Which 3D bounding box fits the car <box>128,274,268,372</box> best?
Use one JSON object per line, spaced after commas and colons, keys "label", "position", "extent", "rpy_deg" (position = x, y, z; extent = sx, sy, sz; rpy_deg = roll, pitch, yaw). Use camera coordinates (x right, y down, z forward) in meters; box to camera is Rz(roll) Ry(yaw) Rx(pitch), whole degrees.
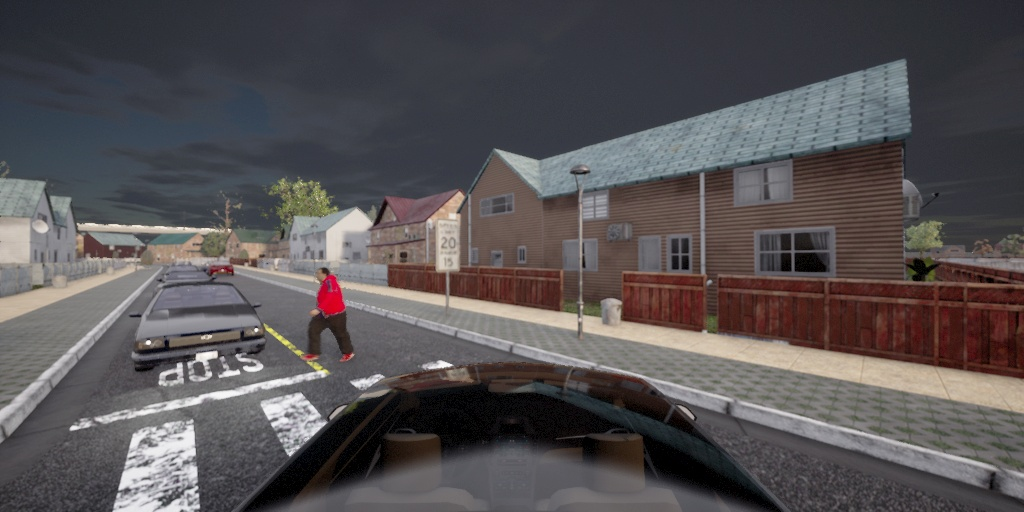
{"label": "car", "position": [-6.990, 1.304, 8.010], "extent": [2.033, 1.411, 5.357], "rpy_deg": [0, 0, -43]}

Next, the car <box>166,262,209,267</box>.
{"label": "car", "position": [-20.991, 1.310, 22.920], "extent": [2.033, 1.411, 5.357], "rpy_deg": [0, 0, -43]}

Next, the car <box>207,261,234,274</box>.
{"label": "car", "position": [-29.592, 1.241, 36.381], "extent": [1.882, 1.535, 5.008], "rpy_deg": [0, 0, -43]}

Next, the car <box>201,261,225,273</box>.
{"label": "car", "position": [-36.342, 1.324, 43.547], "extent": [1.994, 1.385, 4.181], "rpy_deg": [0, 0, -43]}

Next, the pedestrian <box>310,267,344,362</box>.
{"label": "pedestrian", "position": [-3.421, 1.048, 6.629], "extent": [0.375, 1.860, 0.375], "rpy_deg": [1, -1, -43]}

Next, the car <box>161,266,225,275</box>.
{"label": "car", "position": [-13.831, 1.325, 15.298], "extent": [1.994, 1.385, 4.181], "rpy_deg": [0, 0, -43]}
